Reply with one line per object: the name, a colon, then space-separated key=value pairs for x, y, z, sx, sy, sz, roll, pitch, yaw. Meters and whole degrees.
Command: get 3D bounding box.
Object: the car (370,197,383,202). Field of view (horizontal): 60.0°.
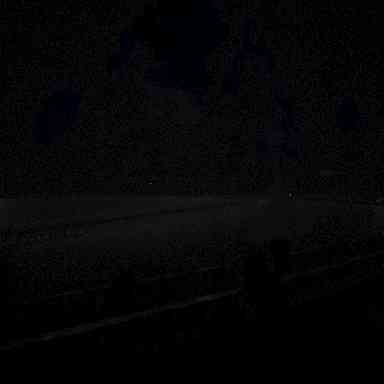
car: x=42.965 y=1.784 z=76.800 sx=1.895 sy=1.301 sz=4.718 roll=0 pitch=0 yaw=2
